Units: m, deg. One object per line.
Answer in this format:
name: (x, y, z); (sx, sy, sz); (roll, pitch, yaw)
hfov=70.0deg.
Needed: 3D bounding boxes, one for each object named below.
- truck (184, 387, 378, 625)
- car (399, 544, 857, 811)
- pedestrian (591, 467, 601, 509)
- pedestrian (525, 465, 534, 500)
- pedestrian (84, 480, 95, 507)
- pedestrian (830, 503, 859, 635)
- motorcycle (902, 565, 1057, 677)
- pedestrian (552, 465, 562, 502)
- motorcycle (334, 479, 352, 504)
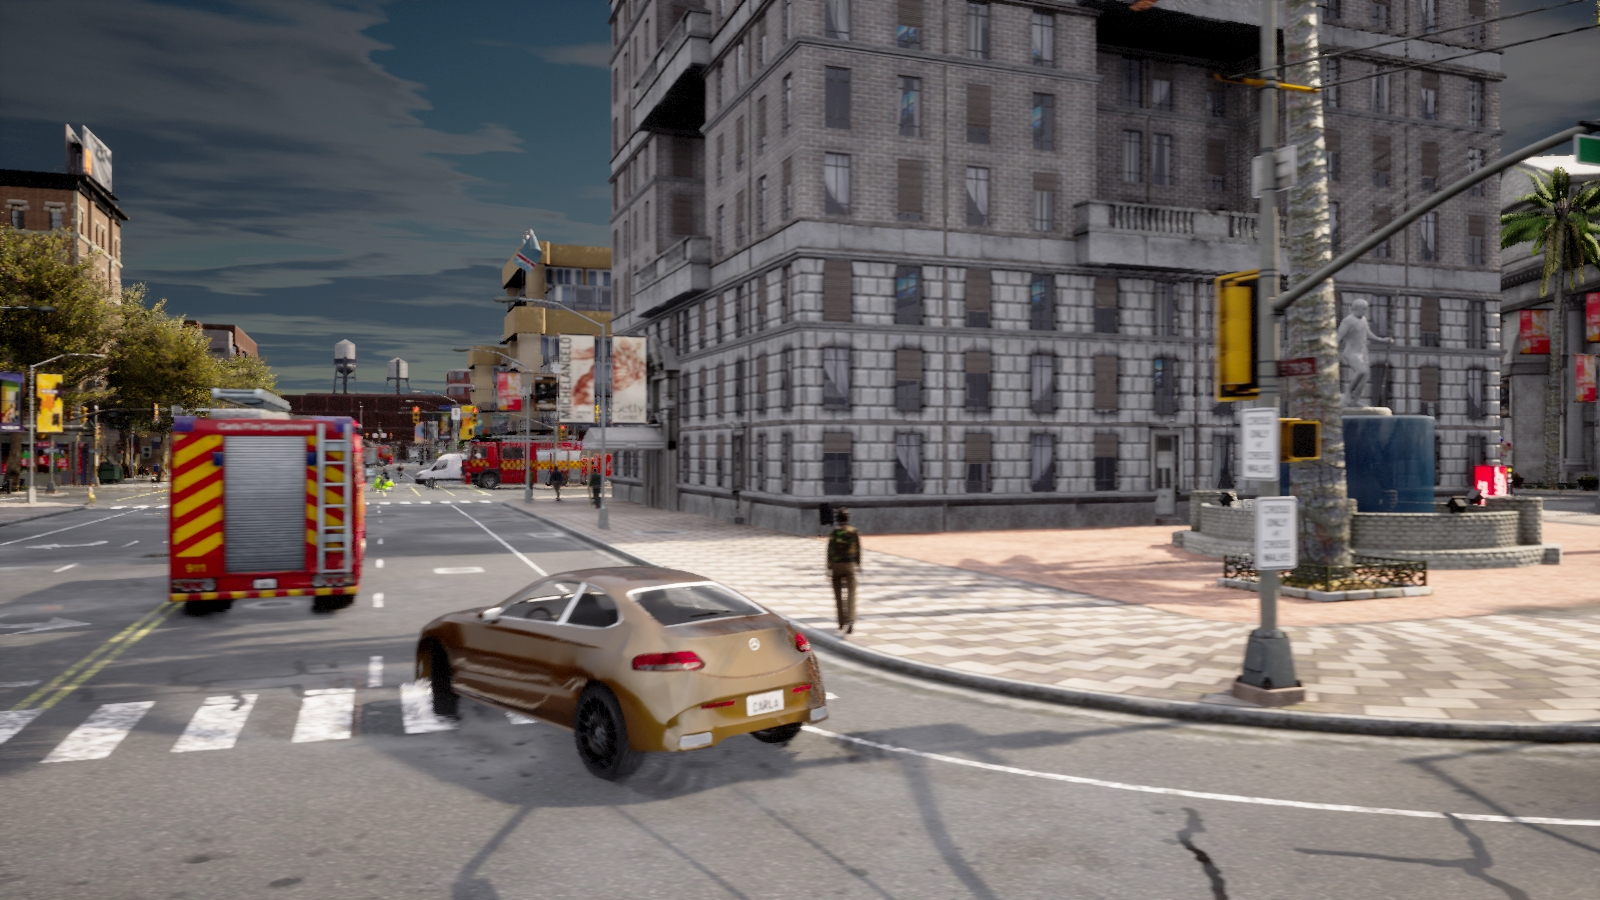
truck: (-10.014, 0.891, 22.872); (2.891, 3.827, 8.468); (0, 0, -20)
car: (-1.963, 1.992, 11.531); (2.152, 1.651, 5.027); (0, 0, -42)
pedestrian: (-9.052, 1.696, 50.755); (0.375, 1.860, 0.375); (0, 0, -19)
pedestrian: (-14.156, 1.696, 59.802); (0.375, 1.860, 0.375); (0, 0, -29)
pedestrian: (-34.738, 2.127, 55.849); (0.375, 1.300, 0.375); (0, 0, -21)
pedestrian: (0.633, 1.696, 16.395); (0.375, 1.860, 0.375); (0, 0, -3)
motorcycle: (2.324, 2.182, 14.831); (1.805, 1.236, 0.856); (0, 0, -20)
pedestrian: (-12.417, 1.696, 58.344); (0.375, 1.860, 0.375); (0, 0, -33)
motorcycle: (-24.547, 2.205, 61.362); (0.867, 1.251, 2.209); (0, 0, -21)
